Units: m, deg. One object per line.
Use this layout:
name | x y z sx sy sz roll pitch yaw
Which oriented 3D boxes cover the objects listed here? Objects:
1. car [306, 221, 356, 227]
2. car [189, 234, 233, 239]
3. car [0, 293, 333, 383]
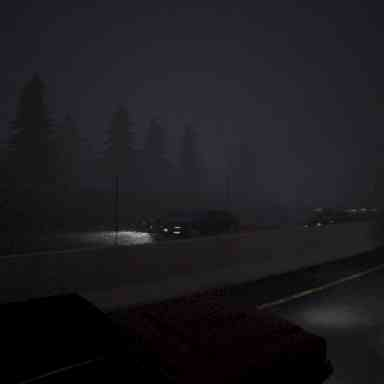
car | 8.759 1.752 20.936 1.994 1.385 4.181 0 0 42
car | 0.539 1.617 17.691 4.892 1.490 1.837 1 0 -42
car | -0.920 1.611 2.721 4.718 1.301 1.895 1 0 -36
